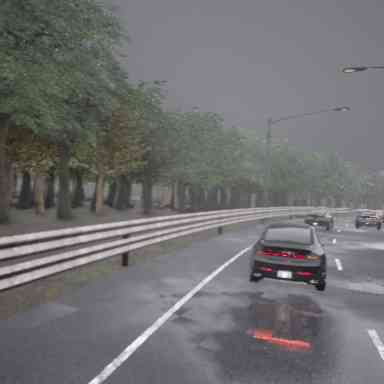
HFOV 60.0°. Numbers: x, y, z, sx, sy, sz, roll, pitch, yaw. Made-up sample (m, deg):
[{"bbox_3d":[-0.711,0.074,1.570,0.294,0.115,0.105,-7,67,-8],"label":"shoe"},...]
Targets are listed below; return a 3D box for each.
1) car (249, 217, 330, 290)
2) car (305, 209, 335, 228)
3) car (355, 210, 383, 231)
[{"bbox_3d":[2.900,1.682,9.877,1.837,1.490,4.892,2,0,19],"label":"car"},{"bbox_3d":[10.282,2.166,26.795,1.837,1.490,4.892,2,-1,28],"label":"car"},{"bbox_3d":[15.361,2.427,28.877,2.128,1.511,4.902,3,-1,30],"label":"car"}]
